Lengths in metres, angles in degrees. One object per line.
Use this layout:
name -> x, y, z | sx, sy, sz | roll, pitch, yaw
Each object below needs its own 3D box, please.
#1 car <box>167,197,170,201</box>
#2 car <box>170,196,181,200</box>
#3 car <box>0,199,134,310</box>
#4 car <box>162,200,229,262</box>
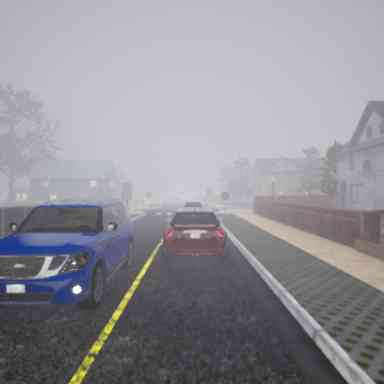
car -> -5.824, 1.946, 94.700 | 1.812, 1.442, 4.674 | 0, -1, -12
car -> -3.734, 1.910, 83.975 | 1.994, 1.385, 4.181 | 0, -1, -10
car -> -2.851, 1.218, 8.157 | 2.150, 2.045, 5.566 | 0, 0, 0
car -> 0.098, 1.351, 12.213 | 2.097, 1.767, 4.553 | 0, 0, 0
